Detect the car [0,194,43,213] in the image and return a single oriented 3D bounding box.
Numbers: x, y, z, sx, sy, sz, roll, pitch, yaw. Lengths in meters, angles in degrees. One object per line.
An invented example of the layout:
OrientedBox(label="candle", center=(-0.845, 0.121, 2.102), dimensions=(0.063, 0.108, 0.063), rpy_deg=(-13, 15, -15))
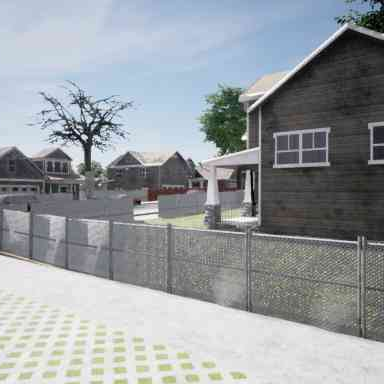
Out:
OrientedBox(label="car", center=(-12.670, 0.951, 22.894), dimensions=(2.097, 1.767, 4.553), rpy_deg=(0, 2, 35))

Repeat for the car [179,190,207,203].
OrientedBox(label="car", center=(0.158, 0.468, 41.047), dimensions=(1.882, 1.535, 5.008), rpy_deg=(0, 2, 35))

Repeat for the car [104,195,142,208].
OrientedBox(label="car", center=(-6.973, 0.928, 30.971), dimensions=(1.895, 1.301, 4.718), rpy_deg=(0, 2, 35))
